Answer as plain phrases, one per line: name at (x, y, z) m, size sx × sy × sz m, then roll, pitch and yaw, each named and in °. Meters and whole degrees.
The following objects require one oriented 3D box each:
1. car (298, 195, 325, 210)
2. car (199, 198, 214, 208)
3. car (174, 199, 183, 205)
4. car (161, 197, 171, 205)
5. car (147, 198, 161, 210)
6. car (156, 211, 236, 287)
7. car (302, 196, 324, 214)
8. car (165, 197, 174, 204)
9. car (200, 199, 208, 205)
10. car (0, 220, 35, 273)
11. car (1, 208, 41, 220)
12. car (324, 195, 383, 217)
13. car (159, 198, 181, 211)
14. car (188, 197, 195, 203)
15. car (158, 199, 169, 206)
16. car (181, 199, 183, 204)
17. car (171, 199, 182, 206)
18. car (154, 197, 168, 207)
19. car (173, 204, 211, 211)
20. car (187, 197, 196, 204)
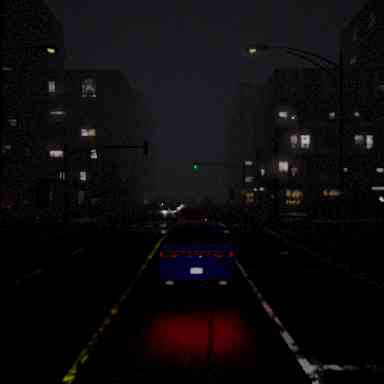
car at (14.524, 1.299, 37.250) m, size 5.009 × 1.841 × 2.192 m, roll -1°, pitch 1°, yaw -1°
car at (2.635, 1.890, 56.603) m, size 1.967 × 1.590 × 4.097 m, roll 0°, pitch 0°, yaw 0°
car at (-3.075, 2.213, 77.609) m, size 1.895 × 1.301 × 4.718 m, roll 0°, pitch 0°, yaw 0°
car at (-5.761, 2.032, 73.640) m, size 1.967 × 1.590 × 4.097 m, roll 0°, pitch 0°, yaw 0°
car at (-5.739, 1.969, 50.910) m, size 1.947 × 1.339 × 4.313 m, roll 0°, pitch 0°, yaw 0°
car at (0.095, 1.552, 9.610) m, size 1.882 × 1.535 × 5.008 m, roll 0°, pitch 0°, yaw 0°
car at (14.512, 1.474, 34.678) m, size 4.892 × 1.490 × 1.837 m, roll -1°, pitch 0°, yaw 1°
car at (-5.772, 2.128, 85.005) m, size 1.967 × 1.590 × 4.097 m, roll 0°, pitch 0°, yaw 0°
car at (2.620, 2.173, 73.649) m, size 1.802 × 1.307 × 4.206 m, roll 0°, pitch 0°, yaw 0°
car at (-5.749, 1.651, 8.888) m, size 1.802 × 1.307 × 4.206 m, roll 0°, pitch 0°, yaw 0°
car at (-16.704, 2.127, 31.170) m, size 4.718 × 1.301 × 1.895 m, roll -1°, pitch 0°, yaw -1°
car at (14.667, 1.249, 28.872) m, size 5.009 × 1.841 × 2.192 m, roll -1°, pitch 1°, yaw -1°
car at (-3.126, 1.929, 48.281) m, size 2.033 × 1.411 × 5.357 m, roll 0°, pitch 0°, yaw -1°
car at (-0.085, 2.205, 89.492) m, size 1.882 × 1.535 × 5.008 m, roll 0°, pitch 0°, yaw 0°
car at (-5.755, 2.068, 67.787) m, size 1.752 × 1.417 × 4.829 m, roll 0°, pitch 0°, yaw 0°
car at (-3.134, 1.811, 57.764) m, size 2.097 × 1.767 × 4.553 m, roll 0°, pitch 0°, yaw 0°
car at (-3.075, 2.139, 67.270) m, size 1.895 × 1.301 × 4.718 m, roll 0°, pitch 0°, yaw 0°
car at (-5.750, 1.812, 62.277) m, size 2.192 × 1.841 × 5.009 m, roll 0°, pitch 0°, yaw 0°
car at (-0.076, 1.684, 20.523) m, size 1.812 × 1.442 × 4.674 m, roll 0°, pitch 0°, yaw -3°
car at (-0.075, 1.997, 79.628) m, size 2.097 × 1.767 × 4.553 m, roll 0°, pitch 0°, yaw 0°
